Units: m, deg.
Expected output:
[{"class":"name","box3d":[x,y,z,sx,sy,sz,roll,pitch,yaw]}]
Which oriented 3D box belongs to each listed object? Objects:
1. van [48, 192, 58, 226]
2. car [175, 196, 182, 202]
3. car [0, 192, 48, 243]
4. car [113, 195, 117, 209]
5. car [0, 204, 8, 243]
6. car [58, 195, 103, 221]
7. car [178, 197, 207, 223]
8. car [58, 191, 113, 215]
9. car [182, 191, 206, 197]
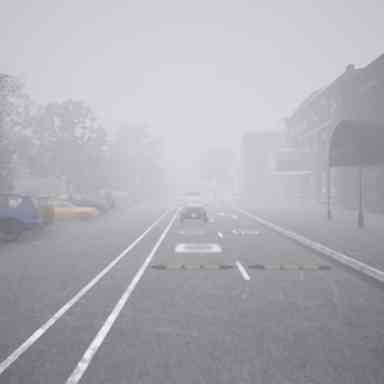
[{"class":"van","box3d":[-9.544,1.121,17.321,4.442,1.987,1.878,-1,1,-20]},{"class":"car","box3d":[-2.701,1.615,76.646,1.812,1.442,4.674,0,-1,3]},{"class":"car","box3d":[-9.469,1.122,14.395,5.566,2.045,2.435,-1,1,-20]},{"class":"car","box3d":[-9.449,0.974,29.189,5.566,2.045,2.435,-1,1,-20]},{"class":"car","box3d":[-9.449,1.399,11.453,5.008,1.535,2.097,-1,0,-20]},{"class":"car","box3d":[-9.265,1.280,23.366,5.366,1.575,1.946,-1,0,-20]},{"class":"car","box3d":[0.110,1.324,23.695,1.812,1.442,4.674,0,1,0]},{"class":"car","box3d":[-9.405,1.004,26.261,5.566,2.045,2.435,-1,0,-20]},{"class":"car","box3d":[0.296,0.851,41.119,2.150,2.045,5.566,0,1,2]}]
